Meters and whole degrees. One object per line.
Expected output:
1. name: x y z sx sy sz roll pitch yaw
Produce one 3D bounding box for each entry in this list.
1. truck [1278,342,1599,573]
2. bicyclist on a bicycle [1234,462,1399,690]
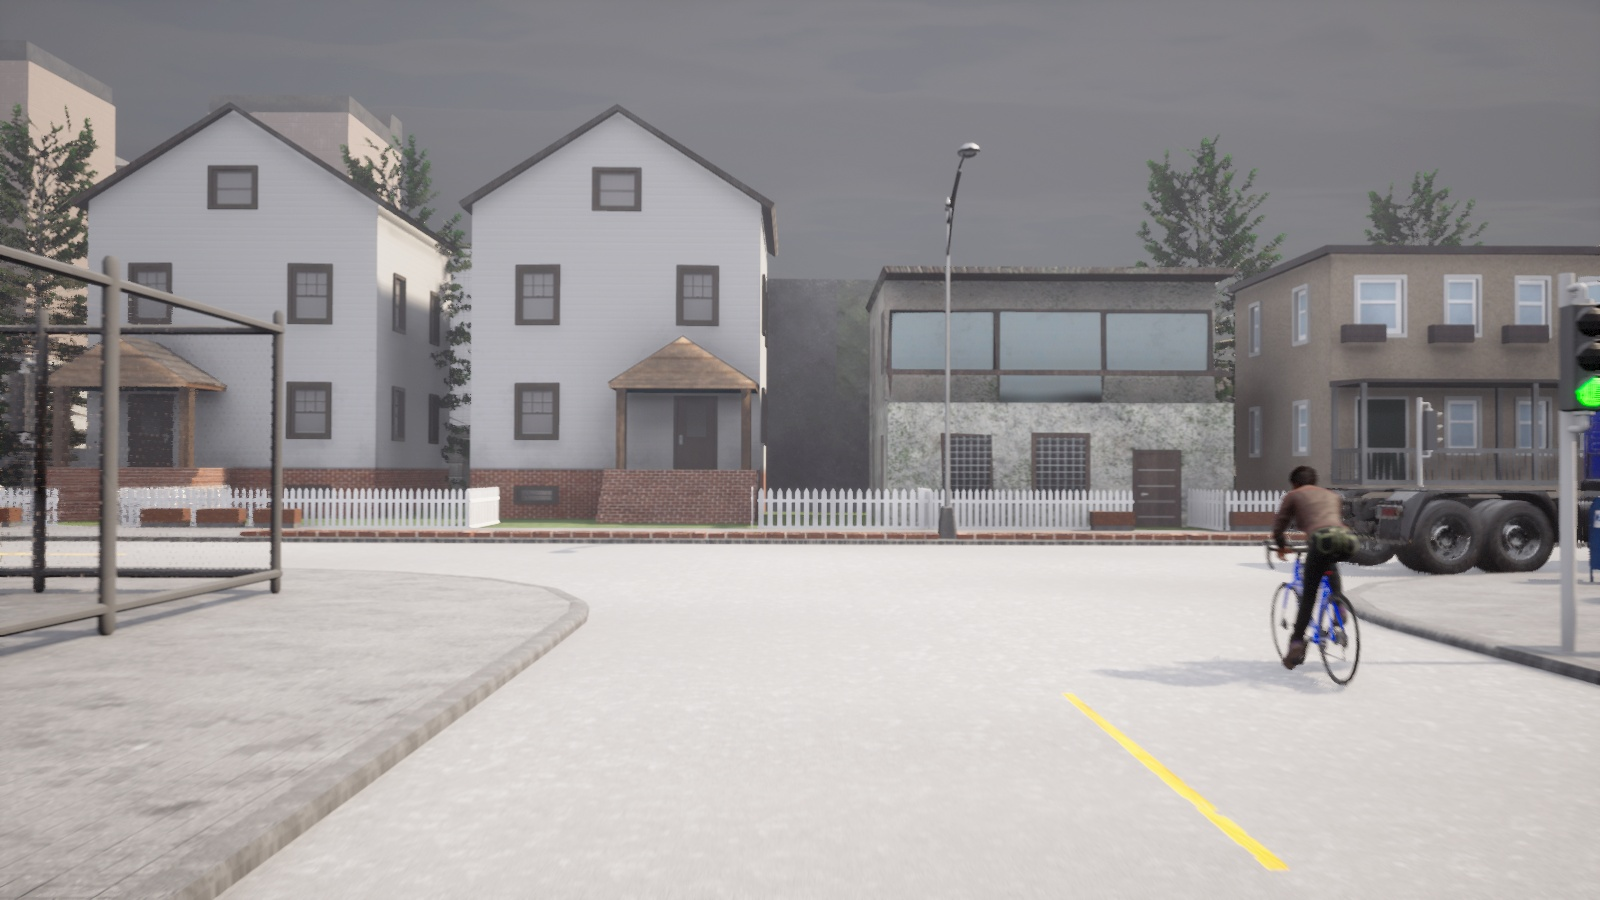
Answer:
1. truck: 12.412 0.131 20.797 7.936 3.462 2.891 0 -1 -7
2. bicyclist on a bicycle: 3.975 0.916 9.803 0.582 1.620 1.656 0 -1 0
